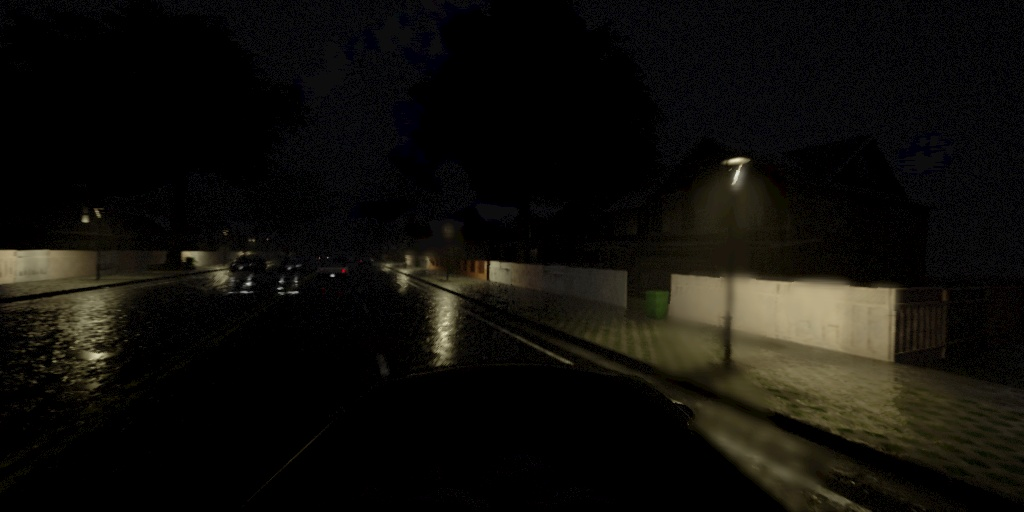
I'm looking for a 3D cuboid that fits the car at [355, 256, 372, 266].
[{"bbox_3d":[-22.174,0.759,54.125,2.033,1.411,5.357,2,0,-25],"label":"car"}]

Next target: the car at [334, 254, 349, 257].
[{"bbox_3d":[-26.980,0.440,56.844,2.097,1.767,4.553,2,0,-25],"label":"car"}]

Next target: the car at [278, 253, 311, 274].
[{"bbox_3d":[-19.313,0.733,31.761,2.128,1.511,4.902,2,0,-24],"label":"car"}]

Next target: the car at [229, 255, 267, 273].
[{"bbox_3d":[-22.260,0.651,30.393,2.128,1.511,4.902,2,0,-24],"label":"car"}]

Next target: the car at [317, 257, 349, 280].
[{"bbox_3d":[-12.933,1.008,26.054,1.895,1.301,4.718,2,0,-25],"label":"car"}]
